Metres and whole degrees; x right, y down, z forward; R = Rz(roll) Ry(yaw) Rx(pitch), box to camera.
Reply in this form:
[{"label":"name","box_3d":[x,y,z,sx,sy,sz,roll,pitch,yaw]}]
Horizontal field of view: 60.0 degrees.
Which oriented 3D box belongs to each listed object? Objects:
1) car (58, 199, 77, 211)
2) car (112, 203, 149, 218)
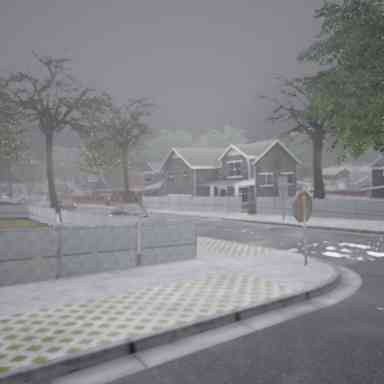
[{"label":"car","box_3d":[-17.843,1.796,46.963,2.097,1.767,4.553,-3,2,-35]},{"label":"car","box_3d":[-5.475,1.754,29.127,1.837,1.490,4.892,-3,2,-35]}]
